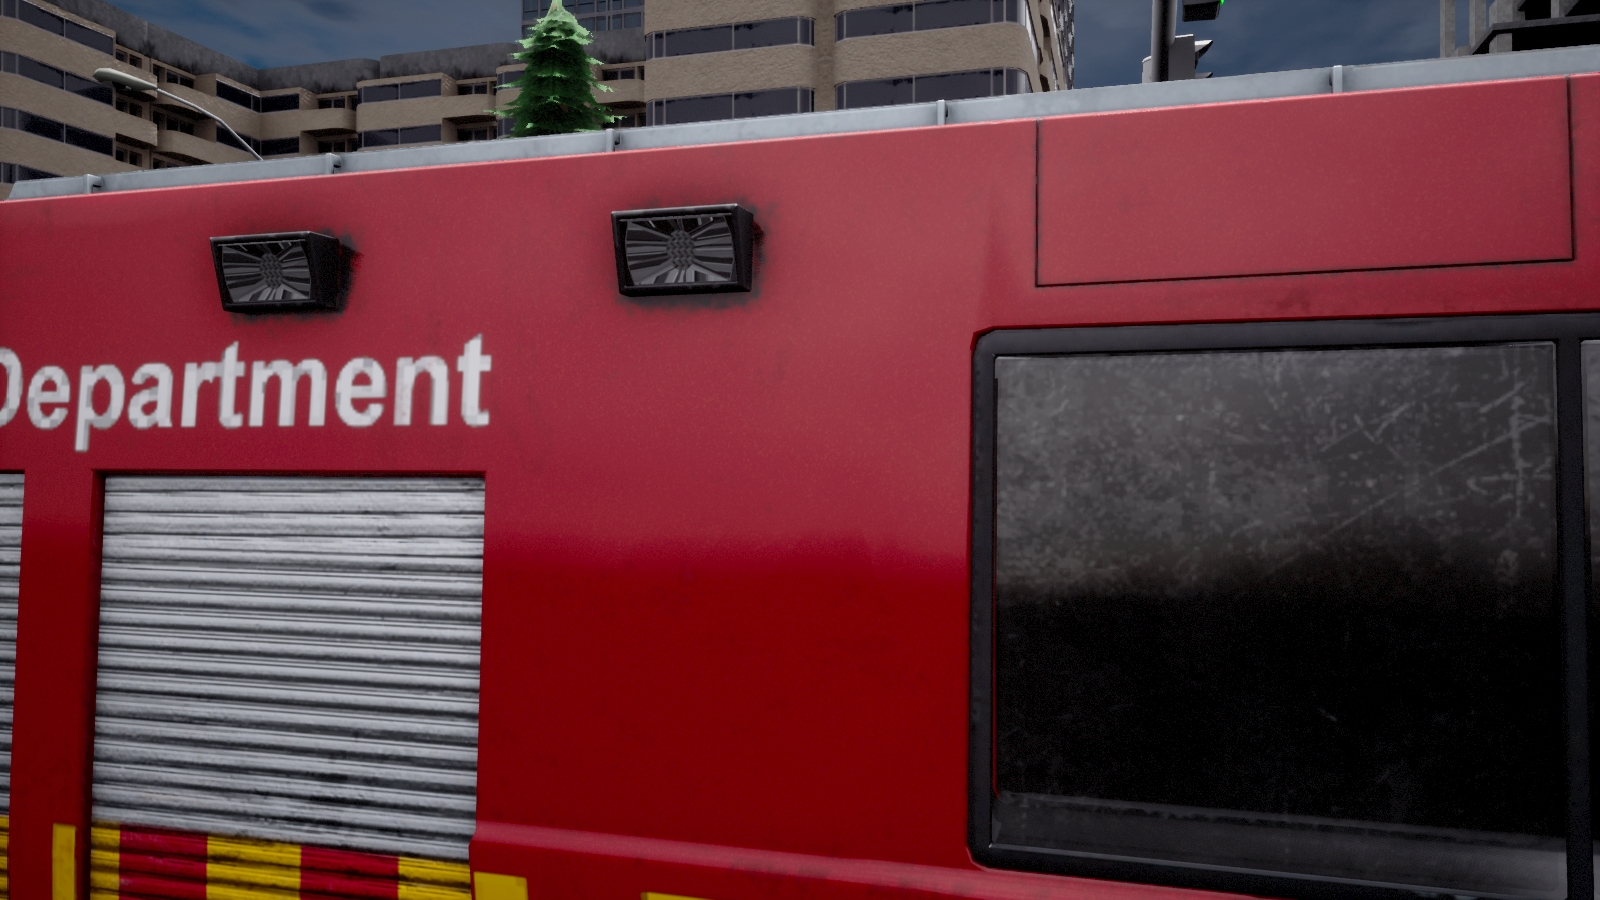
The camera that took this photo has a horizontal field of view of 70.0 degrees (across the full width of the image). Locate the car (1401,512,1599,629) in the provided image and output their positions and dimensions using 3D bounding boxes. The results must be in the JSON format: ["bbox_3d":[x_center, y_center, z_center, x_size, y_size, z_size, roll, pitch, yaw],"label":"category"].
[{"bbox_3d":[12.484,2.037,20.491,2.038,1.542,4.974,0,0,16],"label":"car"}]
